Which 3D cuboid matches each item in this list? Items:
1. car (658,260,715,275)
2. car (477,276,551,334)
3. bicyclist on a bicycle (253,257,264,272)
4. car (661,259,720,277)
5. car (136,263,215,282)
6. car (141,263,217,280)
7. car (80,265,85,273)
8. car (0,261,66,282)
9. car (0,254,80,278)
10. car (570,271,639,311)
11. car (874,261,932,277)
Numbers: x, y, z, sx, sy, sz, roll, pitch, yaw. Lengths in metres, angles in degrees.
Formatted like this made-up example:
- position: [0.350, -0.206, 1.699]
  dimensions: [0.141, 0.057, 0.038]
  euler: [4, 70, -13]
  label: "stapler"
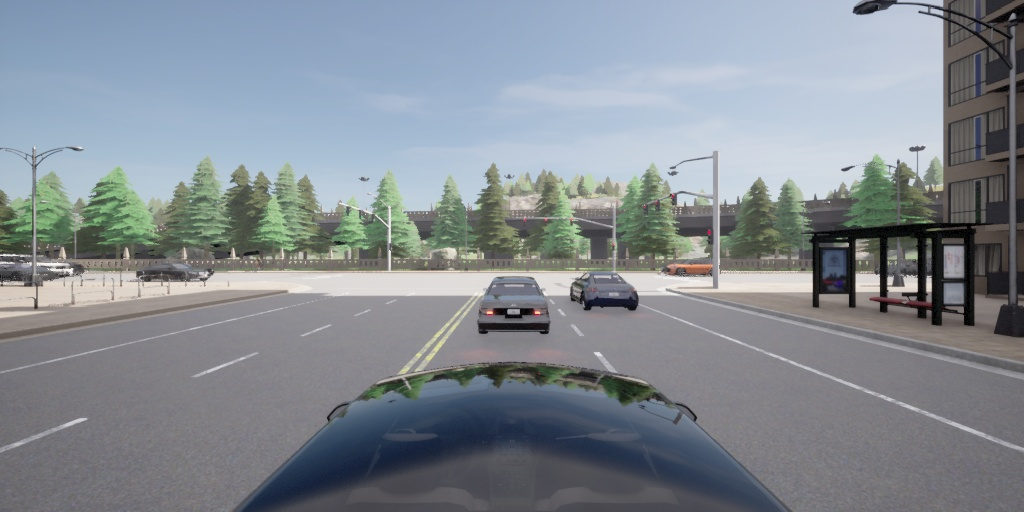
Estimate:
- position: [18.049, 1.186, 37.202]
  dimensions: [4.902, 1.511, 2.128]
  euler: [0, 0, 1]
  label: "car"
- position: [0.060, 1.297, 10.558]
  dimensions: [2.033, 1.411, 5.357]
  euler: [0, 0, 1]
  label: "car"
- position: [-29.461, 0.995, 41.659]
  dimensions: [0.582, 1.620, 1.656]
  euler: [0, 0, 1]
  label: "bicyclist on a bicycle"
- position: [16.850, 1.047, 33.721]
  dimensions: [4.553, 1.767, 2.097]
  euler: [0, 0, 1]
  label: "car"
- position: [-25.549, 1.220, 27.112]
  dimensions: [4.674, 1.442, 1.812]
  euler: [0, 0, -1]
  label: "car"
- position: [-28.362, 1.295, 30.644]
  dimensions: [4.718, 1.301, 1.895]
  euler: [0, 0, 1]
  label: "car"
- position: [-43.823, 1.199, 33.947]
  dimensions: [4.892, 1.490, 1.837]
  euler: [0, 0, -6]
  label: "car"
- position: [-37.302, 1.258, 27.104]
  dimensions: [4.181, 1.385, 1.994]
  euler: [0, 0, -1]
  label: "car"
- position: [-41.246, 0.906, 30.570]
  dimensions: [5.566, 2.045, 2.150]
  euler: [1, 0, -3]
  label: "car"
- position: [3.579, 1.314, 14.568]
  dimensions: [1.994, 1.385, 4.181]
  euler: [0, 0, 0]
  label: "car"
- position: [36.289, 1.186, 32.791]
  dimensions: [4.902, 1.511, 2.128]
  euler: [0, 0, 10]
  label: "car"
